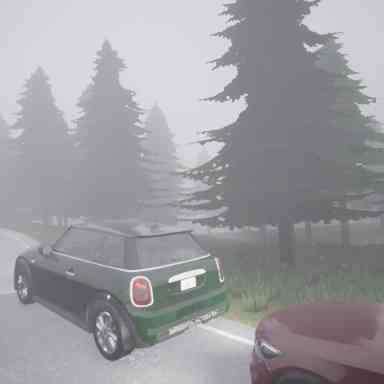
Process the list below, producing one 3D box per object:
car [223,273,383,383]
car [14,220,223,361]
[{"bbox_3d":[2.744,1.531,2.598,4.674,1.442,1.812,1,0,36],"label":"car"},{"bbox_3d":[-1.579,1.308,6.226,4.553,1.767,2.097,1,1,44],"label":"car"}]
